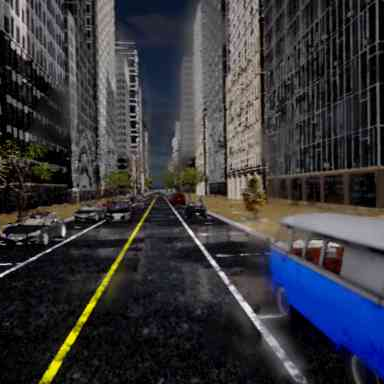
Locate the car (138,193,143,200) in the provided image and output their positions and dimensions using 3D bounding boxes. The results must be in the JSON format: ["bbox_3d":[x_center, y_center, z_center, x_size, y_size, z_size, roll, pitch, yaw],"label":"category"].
[{"bbox_3d":[-13.058,1.448,77.407,2.008,1.369,4.403,-2,0,-5],"label":"car"}]

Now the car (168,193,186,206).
[{"bbox_3d":[-1.999,1.115,49.921,2.192,1.841,5.009,-2,0,-5],"label":"car"}]

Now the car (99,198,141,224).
[{"bbox_3d":[-5.305,1.481,25.072,2.128,1.511,4.902,-1,0,-6],"label":"car"}]

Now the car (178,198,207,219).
[{"bbox_3d":[0.190,1.415,27.293,2.008,1.369,4.403,-2,0,-5],"label":"car"}]

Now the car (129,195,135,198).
[{"bbox_3d":[-10.861,1.489,54.608,1.752,1.417,4.829,-2,0,-5],"label":"car"}]

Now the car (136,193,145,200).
[{"bbox_3d":[-14.701,1.161,94.377,2.192,1.841,5.009,-2,0,-5],"label":"car"}]

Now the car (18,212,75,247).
[{"bbox_3d":[-7.060,1.626,15.175,2.008,1.369,4.403,-2,0,-5],"label":"car"}]

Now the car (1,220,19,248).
[{"bbox_3d":[-3.140,1.279,1.523,2.150,2.045,5.566,-1,0,-5],"label":"car"}]

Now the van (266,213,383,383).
[{"bbox_3d":[2.365,1.268,4.662,1.690,1.788,3.998,-2,0,-5],"label":"van"}]

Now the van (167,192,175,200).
[{"bbox_3d":[-5.270,1.042,83.865,1.690,1.788,3.998,-2,0,-5],"label":"van"}]

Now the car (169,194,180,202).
[{"bbox_3d":[-3.630,1.191,66.894,1.967,1.590,4.097,-2,0,-5],"label":"car"}]

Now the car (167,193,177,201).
[{"bbox_3d":[-4.721,1.158,78.209,1.967,1.590,4.097,-2,0,-5],"label":"car"}]

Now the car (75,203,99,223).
[{"bbox_3d":[-8.150,1.594,26.489,2.008,1.369,4.403,-2,0,-5],"label":"car"}]

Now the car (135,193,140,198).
[{"bbox_3d":[-11.967,1.496,66.092,1.947,1.339,4.313,-2,0,-5],"label":"car"}]

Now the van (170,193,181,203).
[{"bbox_3d":[-3.088,1.109,61.236,1.690,1.788,3.998,-2,0,-5],"label":"van"}]

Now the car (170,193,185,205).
[{"bbox_3d":[-2.544,1.099,55.579,2.192,1.841,5.009,-2,0,-5],"label":"car"}]
